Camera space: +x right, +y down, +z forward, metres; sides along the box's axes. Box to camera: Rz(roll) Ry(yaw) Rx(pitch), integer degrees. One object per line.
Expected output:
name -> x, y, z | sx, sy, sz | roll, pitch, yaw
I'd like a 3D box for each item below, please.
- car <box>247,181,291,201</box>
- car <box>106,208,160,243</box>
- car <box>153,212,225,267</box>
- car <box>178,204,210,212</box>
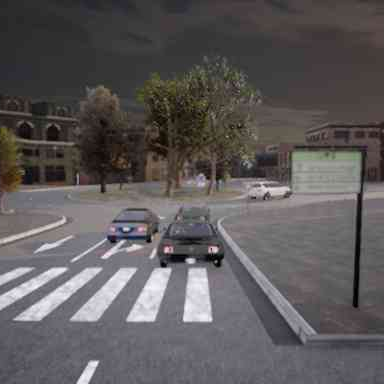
car -> 8.578, -0.178, 36.899 | 5.566, 2.045, 2.150 | -3, 5, -36
car -> -2.601, 1.458, 15.702 | 2.033, 1.411, 5.357 | 0, 1, 0
car -> -0.052, 1.580, 11.280 | 1.895, 1.301, 4.718 | 0, 0, -1
car -> 0.143, 1.355, 20.456 | 1.895, 1.301, 4.718 | 0, 2, 5
